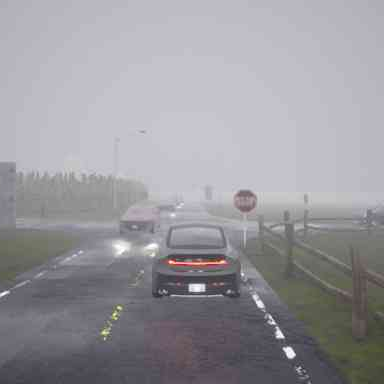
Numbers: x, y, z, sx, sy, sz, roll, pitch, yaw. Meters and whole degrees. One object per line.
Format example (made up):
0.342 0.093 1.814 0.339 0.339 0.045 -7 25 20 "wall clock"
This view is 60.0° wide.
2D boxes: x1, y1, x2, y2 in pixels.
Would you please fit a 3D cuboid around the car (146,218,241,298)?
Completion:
0.087 1.506 8.505 1.837 1.490 4.892 0 0 0 "car"

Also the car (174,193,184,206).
-2.923 1.360 54.302 2.097 1.767 4.553 0 0 0 "car"

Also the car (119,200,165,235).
-2.864 1.452 19.122 1.882 1.535 5.008 1 0 0 "car"

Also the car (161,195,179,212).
-2.917 1.485 38.803 1.882 1.535 5.008 0 0 0 "car"

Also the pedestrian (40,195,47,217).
-12.217 1.141 27.268 0.375 1.860 0.375 0 -2 0 "pedestrian"

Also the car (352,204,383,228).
14.277 1.650 24.366 4.553 1.767 2.097 1 -1 0 "car"

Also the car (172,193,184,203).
-2.871 1.234 69.199 2.150 2.045 5.566 0 0 0 "car"
